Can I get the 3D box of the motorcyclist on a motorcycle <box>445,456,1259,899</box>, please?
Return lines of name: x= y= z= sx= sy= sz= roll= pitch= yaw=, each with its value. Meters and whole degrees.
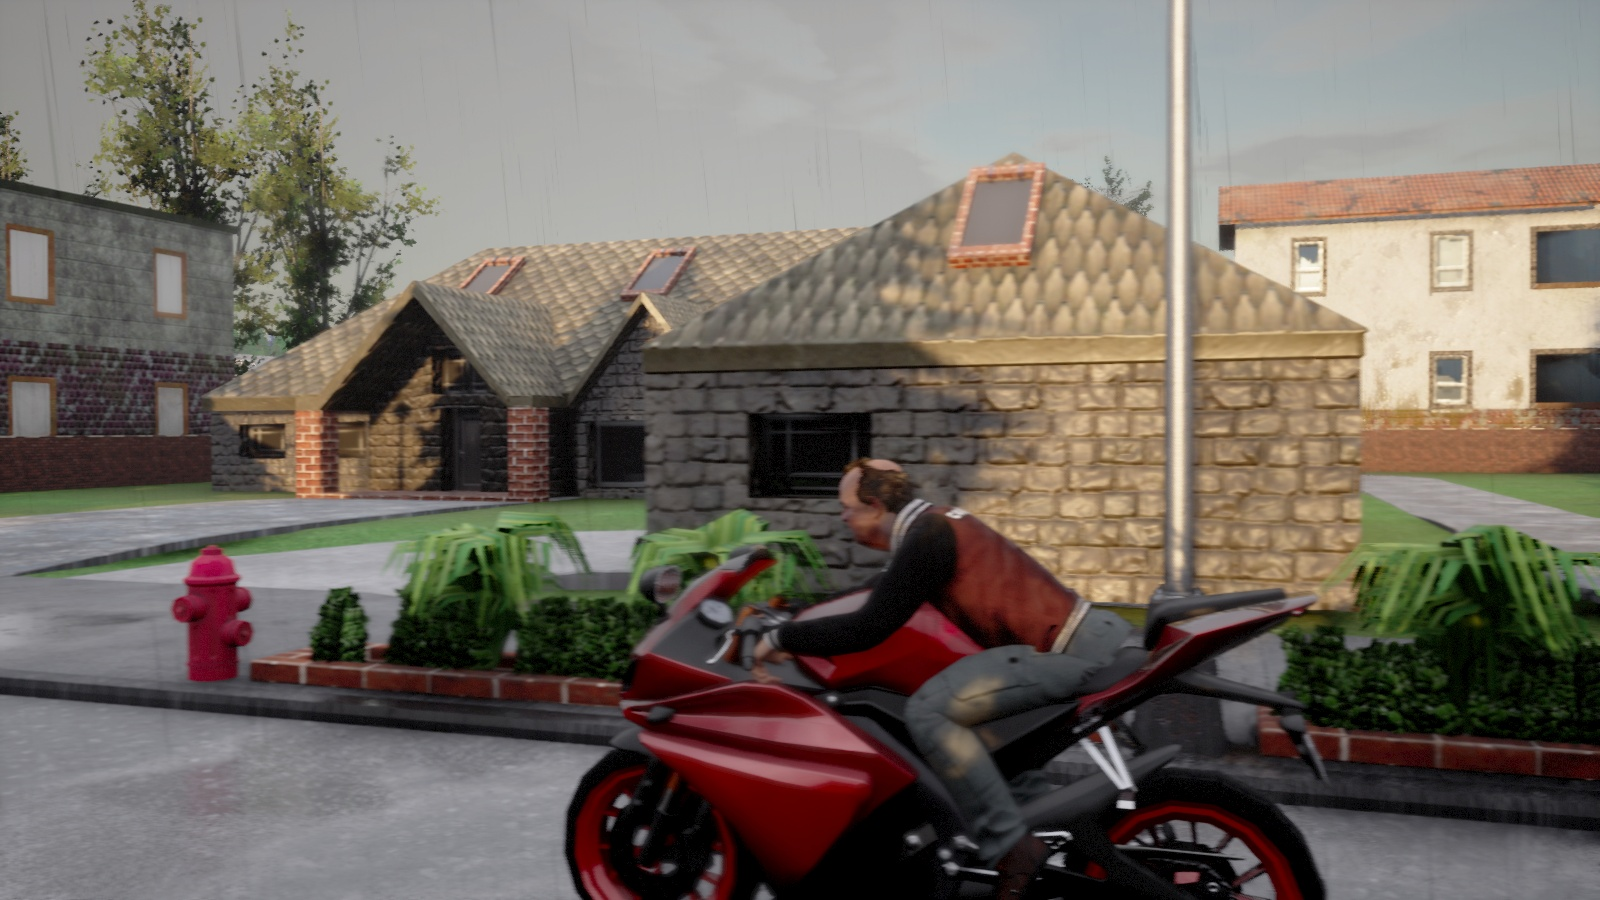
motorcyclist on a motorcycle: x=0.157 y=0.803 z=3.668 sx=2.191 sy=1.530 sz=0.866 roll=1 pitch=1 yaw=19
